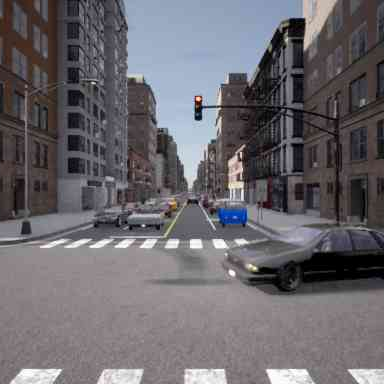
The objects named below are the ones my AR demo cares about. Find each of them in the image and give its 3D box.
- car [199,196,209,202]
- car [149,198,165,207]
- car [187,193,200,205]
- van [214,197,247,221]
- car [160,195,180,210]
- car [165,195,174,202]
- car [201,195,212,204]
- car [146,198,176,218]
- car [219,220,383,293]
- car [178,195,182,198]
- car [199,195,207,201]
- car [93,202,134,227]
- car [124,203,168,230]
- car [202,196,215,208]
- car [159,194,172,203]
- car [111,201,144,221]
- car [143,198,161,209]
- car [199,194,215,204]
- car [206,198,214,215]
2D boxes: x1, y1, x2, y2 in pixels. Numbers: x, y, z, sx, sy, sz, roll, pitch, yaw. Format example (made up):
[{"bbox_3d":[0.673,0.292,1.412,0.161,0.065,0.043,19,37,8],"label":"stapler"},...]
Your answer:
[{"bbox_3d":[2.691,1.524,73.563,2.008,1.369,4.403,0,0,0],"label":"car"},{"bbox_3d":[-5.350,1.556,50.839,1.947,1.339,4.313,0,0,0],"label":"car"},{"bbox_3d":[0.152,1.463,56.855,1.882,1.535,5.008,0,0,0],"label":"car"},{"bbox_3d":[2.653,1.340,22.432,1.690,1.788,3.998,0,0,0],"label":"van"},{"bbox_3d":[-2.814,1.474,39.927,1.882,1.535,5.008,0,0,0],"label":"car"},{"bbox_3d":[-5.330,1.409,79.247,1.967,1.590,4.097,0,0,0],"label":"car"},{"bbox_3d":[2.683,1.422,62.201,1.967,1.590,4.097,0,0,0],"label":"car"},{"bbox_3d":[-2.824,1.562,30.281,1.994,1.385,4.181,0,0,0],"label":"car"},{"bbox_3d":[3.530,1.575,8.716,5.357,1.411,2.033,0,0,-16],"label":"car"},{"bbox_3d":[-2.773,1.591,50.033,1.895,1.301,4.718,0,0,0],"label":"car"},{"bbox_3d":[2.700,1.530,84.926,1.947,1.339,4.313,0,0,0],"label":"car"},{"bbox_3d":[-5.372,1.550,22.429,2.008,1.369,4.403,0,0,0],"label":"car"},{"bbox_3d":[-2.804,1.600,21.136,1.895,1.301,4.718,0,0,-1],"label":"car"},{"bbox_3d":[2.670,1.576,45.157,1.802,1.307,4.206,0,0,0],"label":"car"},{"bbox_3d":[-5.338,1.292,67.884,2.192,1.841,5.009,0,0,0],"label":"car"},{"bbox_3d":[-5.367,1.543,28.111,1.887,1.381,4.507,0,0,0],"label":"car"},{"bbox_3d":[-5.355,1.519,44.987,1.752,1.417,4.829,0,0,0],"label":"car"},{"bbox_3d":[2.675,1.305,50.839,2.192,1.841,5.009,0,0,0],"label":"car"},{"bbox_3d":[2.662,1.580,33.794,1.802,1.307,4.206,0,0,0],"label":"car"}]
